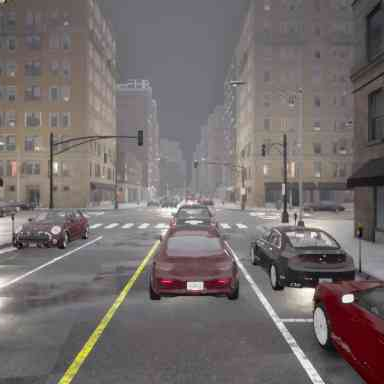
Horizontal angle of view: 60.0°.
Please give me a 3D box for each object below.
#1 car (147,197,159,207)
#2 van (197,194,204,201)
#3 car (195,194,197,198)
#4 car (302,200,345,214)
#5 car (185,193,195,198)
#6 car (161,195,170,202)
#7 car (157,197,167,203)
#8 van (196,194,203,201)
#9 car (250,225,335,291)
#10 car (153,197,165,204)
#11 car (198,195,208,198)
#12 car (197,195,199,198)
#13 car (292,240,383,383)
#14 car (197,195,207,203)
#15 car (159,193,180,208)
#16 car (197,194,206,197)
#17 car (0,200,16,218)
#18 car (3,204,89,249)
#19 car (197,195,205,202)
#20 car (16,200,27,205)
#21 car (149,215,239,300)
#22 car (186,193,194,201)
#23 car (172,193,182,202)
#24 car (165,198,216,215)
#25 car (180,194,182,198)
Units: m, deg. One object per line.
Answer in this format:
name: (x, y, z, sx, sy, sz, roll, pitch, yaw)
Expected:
car: (-6.075, 1.596, 52.639, 2.008, 1.369, 4.403, 0, 0, -1)
van: (2.080, 1.482, 85.773, 1.690, 1.788, 3.998, 0, 0, -1)
car: (2.265, 1.399, 69.252, 2.192, 1.841, 5.009, 0, 0, -1)
car: (14.647, 1.648, 37.215, 4.674, 1.442, 1.812, 0, 0, 1)
car: (-0.521, 1.342, 79.459, 2.150, 2.045, 5.566, 0, 0, -1)
car: (-6.384, 1.559, 80.178, 1.967, 1.590, 4.097, 0, 0, -1)
car: (-6.261, 1.666, 69.162, 1.802, 1.307, 4.206, 0, 0, -1)
van: (2.018, 1.504, 91.279, 1.690, 1.788, 3.998, 0, 0, -1)
car: (2.660, 1.553, 8.805, 2.008, 1.369, 4.403, 0, 0, 0)
car: (-6.199, 1.614, 63.655, 1.887, 1.381, 4.507, 0, 0, -1)
car: (2.449, 1.590, 52.731, 1.887, 1.381, 4.507, 0, 0, -1)
car: (2.388, 1.622, 58.238, 1.947, 1.339, 4.313, 0, 0, -1)
car: (2.670, 1.545, 3.313, 1.887, 1.381, 4.507, 0, 0, 0)
car: (2.203, 1.541, 74.759, 1.967, 1.590, 4.097, 0, 0, -1)
car: (-3.254, 1.390, 48.523, 2.097, 1.767, 4.553, 0, 0, -1)
car: (2.324, 1.595, 63.915, 1.752, 1.417, 4.829, 0, 0, -1)
car: (-17.339, 1.253, 27.016, 4.553, 1.767, 2.097, 0, 0, 0)
car: (-5.874, 1.445, 14.278, 1.967, 1.590, 4.097, 0, 0, 0)
car: (2.141, 1.560, 80.265, 1.967, 1.590, 4.097, 0, 0, -1)
car: (-18.266, 1.415, 30.260, 4.902, 1.511, 2.128, 0, 0, 0)
car: (0.022, 1.528, 8.304, 1.812, 1.442, 4.674, 0, 0, -1)
car: (-0.642, 1.384, 90.177, 2.150, 2.045, 5.566, 0, 0, -1)
car: (-3.504, 1.336, 77.855, 2.150, 2.045, 5.566, 0, 0, -1)
car: (0.071, 1.358, 15.647, 2.097, 1.767, 4.553, 0, 0, 0)
car: (-3.408, 1.604, 67.325, 1.812, 1.442, 4.674, 0, 0, 0)
